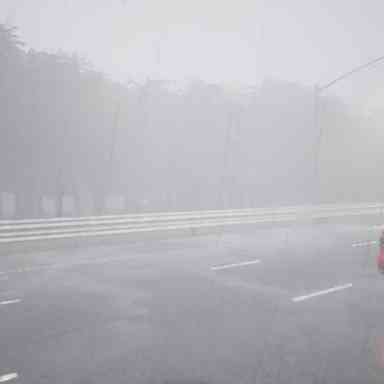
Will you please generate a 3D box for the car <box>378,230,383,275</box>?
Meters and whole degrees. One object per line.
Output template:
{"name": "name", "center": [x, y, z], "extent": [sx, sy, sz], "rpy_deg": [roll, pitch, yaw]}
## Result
{"name": "car", "center": [6.713, 1.194, 7.892], "extent": [5.566, 2.045, 2.150], "rpy_deg": [-1, -1, -32]}
